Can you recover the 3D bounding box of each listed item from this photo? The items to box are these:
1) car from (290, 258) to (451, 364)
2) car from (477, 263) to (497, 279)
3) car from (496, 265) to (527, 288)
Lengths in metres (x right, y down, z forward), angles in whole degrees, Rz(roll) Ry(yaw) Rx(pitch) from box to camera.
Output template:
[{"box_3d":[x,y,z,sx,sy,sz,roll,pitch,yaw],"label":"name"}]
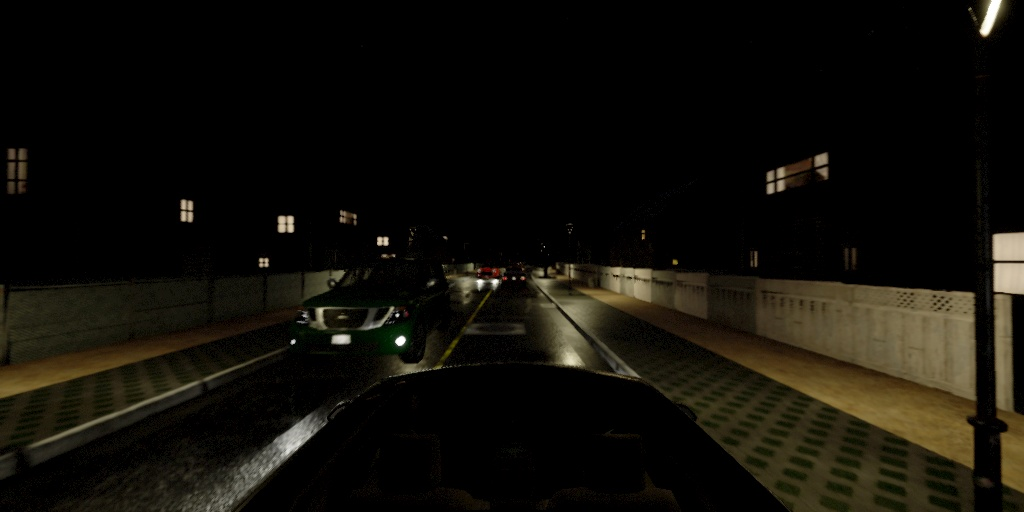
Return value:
[{"box_3d":[-2.860,1.058,8.688,2.150,2.045,5.566,0,-1,-1],"label":"car"},{"box_3d":[-2.498,1.555,38.747,2.097,1.767,4.553,0,-1,2],"label":"car"},{"box_3d":[0.155,1.606,26.855,2.033,1.411,5.357,0,-1,1],"label":"car"}]
